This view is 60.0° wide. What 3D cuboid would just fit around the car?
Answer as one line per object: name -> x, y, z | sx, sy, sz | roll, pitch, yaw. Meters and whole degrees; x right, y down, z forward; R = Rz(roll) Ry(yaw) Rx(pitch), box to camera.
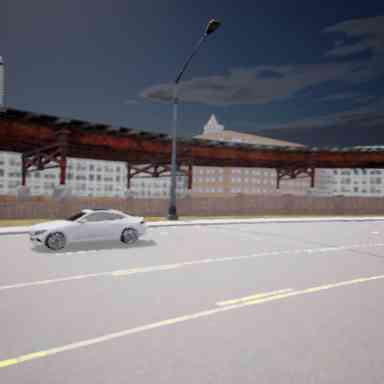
car -> -4.124, 1.431, 13.725 | 4.674, 1.442, 1.812 | 0, 0, -32
